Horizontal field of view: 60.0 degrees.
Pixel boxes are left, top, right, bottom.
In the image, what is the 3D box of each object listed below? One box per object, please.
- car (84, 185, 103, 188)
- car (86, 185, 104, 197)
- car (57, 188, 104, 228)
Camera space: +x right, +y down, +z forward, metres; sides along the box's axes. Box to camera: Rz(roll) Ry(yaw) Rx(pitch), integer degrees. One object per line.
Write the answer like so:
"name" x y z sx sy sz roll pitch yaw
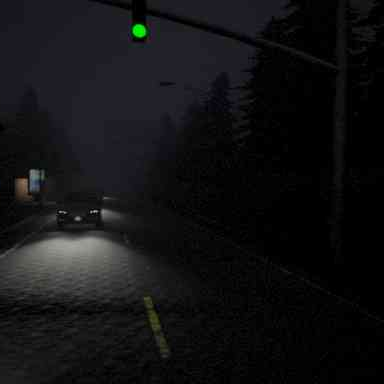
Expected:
"car" -8.467 0.332 27.894 2.128 1.511 4.902 0 2 -15
"car" -12.056 -0.134 41.607 1.994 1.385 4.181 0 2 -15
"car" -5.471 0.782 16.489 2.128 1.511 4.902 0 2 -15
